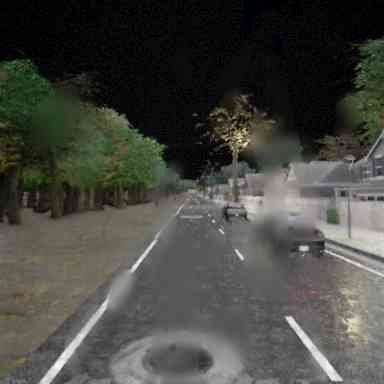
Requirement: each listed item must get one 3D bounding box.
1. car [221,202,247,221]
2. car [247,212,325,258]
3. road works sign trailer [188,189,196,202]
[{"bbox_3d":[3.605,1.630,28.877,2.128,1.511,4.902,0,0,0],"label":"car"},{"bbox_3d":[3.600,1.571,13.097,1.837,1.490,4.892,0,0,0],"label":"car"},{"bbox_3d":[0.011,0.959,94.459,2.380,3.560,2.880,-1,0,0],"label":"road works sign trailer"}]
